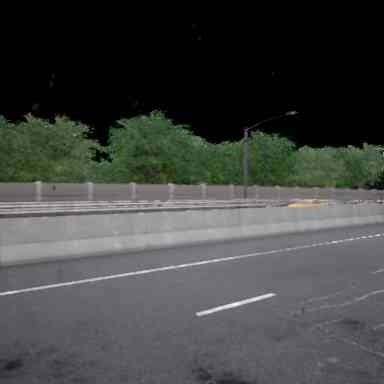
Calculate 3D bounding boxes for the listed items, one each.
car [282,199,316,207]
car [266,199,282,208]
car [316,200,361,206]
[{"bbox_3d":[11.859,1.486,33.904,5.008,1.535,1.882,0,0,-35],"label":"car"},{"bbox_3d":[10.336,1.504,37.112,4.902,1.511,2.128,0,0,-35],"label":"car"},{"bbox_3d":[14.310,1.503,31.353,4.902,1.511,2.128,0,0,-35],"label":"car"}]
